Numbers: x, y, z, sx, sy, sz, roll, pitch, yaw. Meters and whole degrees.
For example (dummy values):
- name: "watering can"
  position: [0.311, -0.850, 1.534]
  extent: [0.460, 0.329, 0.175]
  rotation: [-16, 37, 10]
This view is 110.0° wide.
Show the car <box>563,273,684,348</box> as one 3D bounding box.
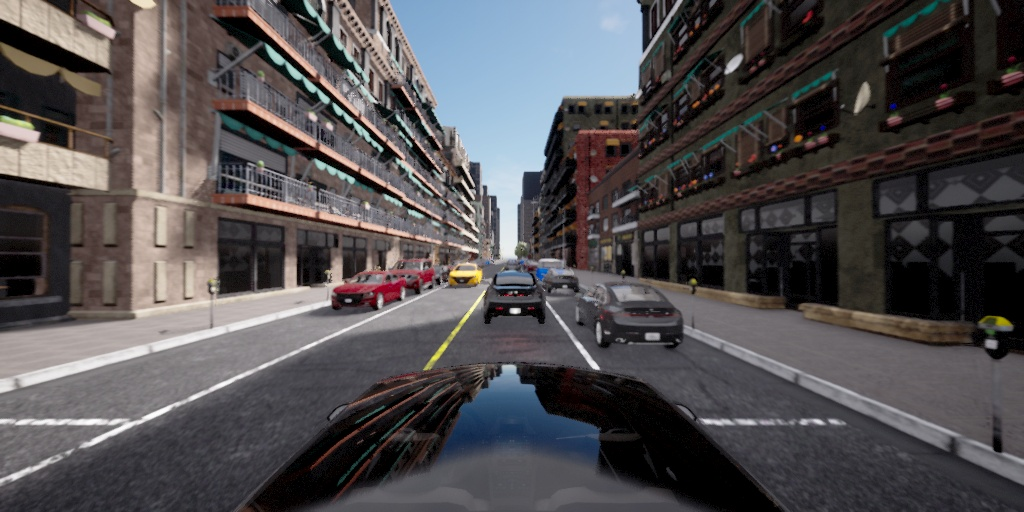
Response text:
- name: "car"
  position: [2.689, 1.306, 9.048]
  extent: [2.007, 1.370, 4.403]
  rotation: [0, 0, 0]

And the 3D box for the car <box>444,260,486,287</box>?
- name: "car"
  position: [-3.094, 1.251, 24.621]
  extent: [1.882, 1.535, 5.008]
  rotation: [0, 0, 0]

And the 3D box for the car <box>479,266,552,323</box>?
- name: "car"
  position: [0.060, 1.263, 12.191]
  extent: [1.837, 1.490, 4.892]
  rotation: [0, 0, -1]

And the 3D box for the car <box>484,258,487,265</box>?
- name: "car"
  position: [-5.700, 1.286, 60.029]
  extent: [1.967, 1.591, 4.097]
  rotation: [0, 0, 0]

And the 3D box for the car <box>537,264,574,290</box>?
- name: "car"
  position: [2.687, 1.318, 20.378]
  extent: [2.007, 1.370, 4.403]
  rotation: [0, 0, 0]

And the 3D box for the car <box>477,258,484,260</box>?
- name: "car"
  position: [-5.699, 1.358, 54.194]
  extent: [1.751, 1.417, 4.829]
  rotation: [0, 0, 0]

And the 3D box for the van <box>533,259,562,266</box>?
- name: "van"
  position: [2.686, 1.117, 26.040]
  extent: [1.690, 1.789, 3.998]
  rotation: [0, 0, 0]

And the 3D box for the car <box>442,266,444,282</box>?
- name: "car"
  position: [-5.694, 1.342, 26.040]
  extent: [1.948, 1.339, 4.313]
  rotation: [0, 0, 0]

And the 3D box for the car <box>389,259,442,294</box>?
- name: "car"
  position: [-5.693, 1.083, 20.378]
  extent: [2.192, 1.841, 5.009]
  rotation: [0, 0, 0]

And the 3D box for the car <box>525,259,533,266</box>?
- name: "car"
  position: [2.683, 1.352, 43.035]
  extent: [1.888, 1.381, 4.507]
  rotation: [0, 0, 0]

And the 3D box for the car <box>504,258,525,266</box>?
- name: "car"
  position: [0.095, 1.296, 42.037]
  extent: [2.128, 1.511, 4.902]
  rotation: [0, 0, 0]

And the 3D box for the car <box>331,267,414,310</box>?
- name: "car"
  position: [-5.692, 1.306, 14.712]
  extent: [1.888, 1.381, 4.507]
  rotation: [0, 0, 0]
